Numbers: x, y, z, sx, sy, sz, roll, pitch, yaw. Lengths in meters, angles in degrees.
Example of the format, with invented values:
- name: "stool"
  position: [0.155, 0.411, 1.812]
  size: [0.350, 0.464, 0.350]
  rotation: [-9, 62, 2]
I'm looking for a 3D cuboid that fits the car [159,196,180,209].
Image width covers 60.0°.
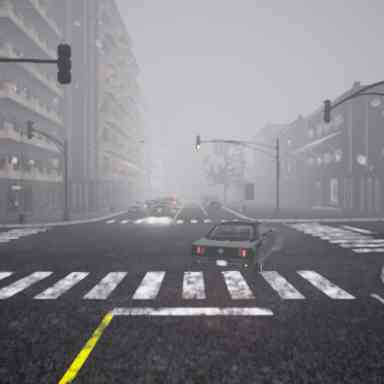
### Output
- name: "car"
  position: [-3.082, 1.402, 44.168]
  size: [2.097, 1.767, 4.553]
  rotation: [0, 0, 0]

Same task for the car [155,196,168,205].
- name: "car"
  position: [-5.696, 1.506, 62.426]
  size: [1.967, 1.590, 4.097]
  rotation: [0, 0, 0]

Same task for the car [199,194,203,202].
- name: "car"
  position: [2.685, 1.501, 56.886]
  size: [1.967, 1.590, 4.097]
  rotation: [0, 0, 0]

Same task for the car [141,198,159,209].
- name: "car"
  position: [-5.694, 1.596, 45.825]
  size: [1.887, 1.381, 4.507]
  rotation: [0, 0, 0]

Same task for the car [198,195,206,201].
- name: "car"
  position: [2.684, 1.524, 90.086]
  size: [1.967, 1.590, 4.097]
  rotation: [0, 0, 0]

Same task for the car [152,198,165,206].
- name: "car"
  position: [-5.694, 1.643, 56.892]
  size: [1.802, 1.307, 4.206]
  rotation: [0, 0, 0]

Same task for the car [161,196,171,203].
- name: "car"
  position: [-5.695, 1.656, 73.493]
  size: [1.802, 1.307, 4.206]
  rotation: [0, 0, 0]

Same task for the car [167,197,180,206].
- name: "car"
  position: [-3.066, 1.624, 55.473]
  size: [1.994, 1.385, 4.181]
  rotation: [0, 0, 0]

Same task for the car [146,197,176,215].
- name: "car"
  position: [-3.092, 1.532, 34.026]
  size: [2.128, 1.511, 4.902]
  rotation: [0, 0, 0]

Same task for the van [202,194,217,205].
- name: "van"
  position: [2.685, 1.392, 45.818]
  size: [1.690, 1.788, 3.998]
  rotation: [0, 0, 0]

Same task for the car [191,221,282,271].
- name: "car"
  position: [1.727, 1.620, 11.185]
  size: [1.895, 1.301, 4.718]
  rotation: [-1, 1, 24]

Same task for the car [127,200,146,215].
- name: "car"
  position: [-5.694, 1.592, 34.758]
  size: [2.008, 1.369, 4.403]
  rotation: [0, 0, 0]

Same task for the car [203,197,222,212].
- name: "car"
  position: [2.687, 1.612, 40.285]
  size: [1.947, 1.339, 4.313]
  rotation: [0, 0, 0]
